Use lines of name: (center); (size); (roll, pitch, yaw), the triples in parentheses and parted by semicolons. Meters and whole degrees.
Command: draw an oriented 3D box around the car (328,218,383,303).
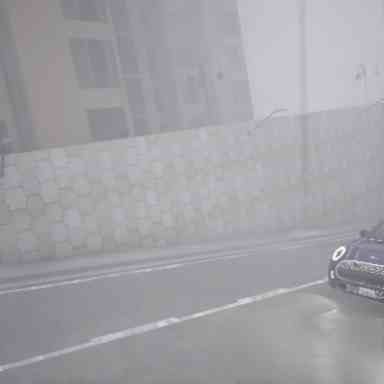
car: (5.183, 1.320, 7.686); (4.553, 1.767, 2.097); (0, 0, -35)
